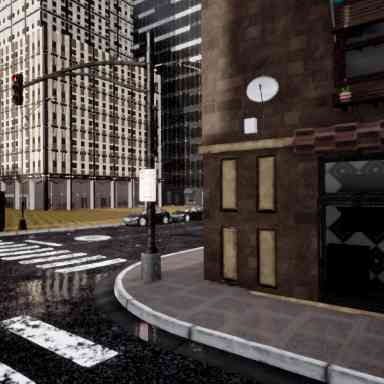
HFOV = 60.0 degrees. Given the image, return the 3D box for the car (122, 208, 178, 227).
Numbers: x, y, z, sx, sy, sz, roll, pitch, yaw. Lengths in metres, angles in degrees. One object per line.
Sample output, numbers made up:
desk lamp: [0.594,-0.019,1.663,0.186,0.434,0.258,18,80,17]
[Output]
car: [-3.468,1.893,25.899,2.008,1.369,4.403,-2,-2,35]

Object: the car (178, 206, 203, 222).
car: [-0.262,1.974,30.453,2.008,1.369,4.403,-2,-2,35]
